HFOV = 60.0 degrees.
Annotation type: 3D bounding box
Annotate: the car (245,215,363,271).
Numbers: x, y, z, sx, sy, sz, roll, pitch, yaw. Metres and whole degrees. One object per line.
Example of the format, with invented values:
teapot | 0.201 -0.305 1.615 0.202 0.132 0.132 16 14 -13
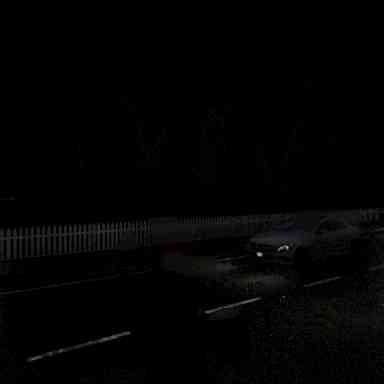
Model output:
car | 3.858 1.526 11.002 4.674 1.442 1.812 0 0 -36
